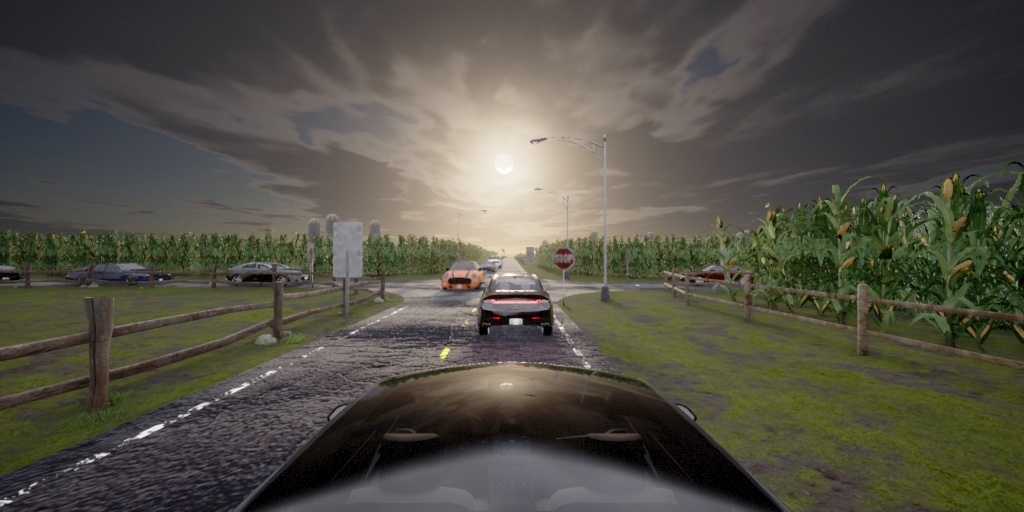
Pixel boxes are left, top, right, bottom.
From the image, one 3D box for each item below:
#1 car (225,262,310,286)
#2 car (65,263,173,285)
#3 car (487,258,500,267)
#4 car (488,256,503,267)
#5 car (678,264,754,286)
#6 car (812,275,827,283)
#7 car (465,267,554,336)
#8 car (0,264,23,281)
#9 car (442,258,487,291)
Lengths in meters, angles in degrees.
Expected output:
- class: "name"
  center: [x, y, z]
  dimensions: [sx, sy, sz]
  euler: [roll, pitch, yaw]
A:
- class: "car"
  center: [-15.730, 1.141, 23.229]
  dimensions: [4.902, 1.511, 2.128]
  euler: [0, -1, 2]
- class: "car"
  center: [-25.521, 1.144, 23.353]
  dimensions: [5.357, 1.411, 2.033]
  euler: [0, -1, 0]
- class: "car"
  center: [-2.898, 1.286, 42.890]
  dimensions: [2.033, 1.411, 5.357]
  euler: [0, 0, 0]
- class: "car"
  center: [-2.889, 0.951, 57.701]
  dimensions: [2.150, 2.045, 5.566]
  euler: [0, 0, 0]
- class: "car"
  center: [14.723, 1.346, 25.959]
  dimensions: [5.008, 1.535, 1.882]
  euler: [0, -1, 1]
- class: "car"
  center: [24.187, 1.439, 25.874]
  dimensions: [4.892, 1.490, 1.837]
  euler: [0, -1, 0]
- class: "car"
  center: [0.088, 1.242, 10.384]
  dimensions: [2.128, 1.511, 4.902]
  euler: [0, 0, 0]
- class: "car"
  center: [-35.260, 0.900, 23.448]
  dimensions: [4.553, 1.767, 2.097]
  euler: [0, -1, 0]
- class: "car"
  center: [-2.875, 1.100, 21.848]
  dimensions: [2.097, 1.767, 4.553]
  euler: [0, 0, 0]
